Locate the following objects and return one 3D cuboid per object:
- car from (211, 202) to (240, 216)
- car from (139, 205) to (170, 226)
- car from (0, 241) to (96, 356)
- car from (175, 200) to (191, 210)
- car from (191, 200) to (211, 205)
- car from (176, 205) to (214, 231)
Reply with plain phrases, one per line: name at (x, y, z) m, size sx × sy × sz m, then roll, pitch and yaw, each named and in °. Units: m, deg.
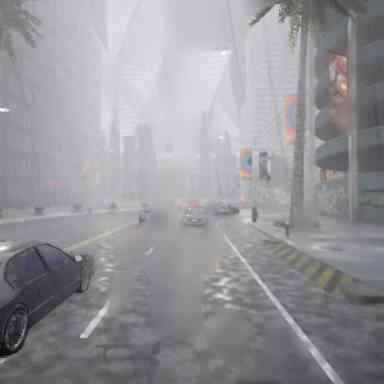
car at (4.175, 2.027, 38.672) m, size 1.994 × 1.385 × 4.181 m, roll 0°, pitch -1°, yaw 26°
car at (-2.917, 1.808, 26.558) m, size 2.128 × 1.511 × 4.902 m, roll 0°, pitch -1°, yaw 5°
car at (-3.377, 1.620, 6.092) m, size 2.033 × 1.411 × 5.357 m, roll 0°, pitch -1°, yaw 0°
car at (-0.570, 1.960, 51.138) m, size 2.097 × 1.767 × 4.553 m, roll 0°, pitch -1°, yaw 38°
car at (2.653, 2.143, 49.630) m, size 2.033 × 1.411 × 5.357 m, roll -1°, pitch -1°, yaw 40°
car at (0.257, 1.818, 22.692) m, size 2.033 × 1.411 × 5.357 m, roll 0°, pitch -1°, yaw 2°
